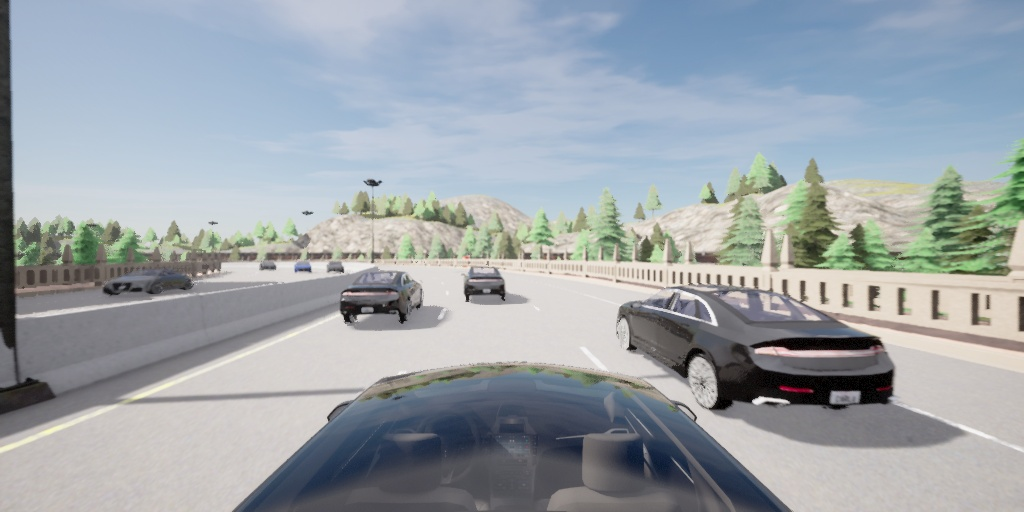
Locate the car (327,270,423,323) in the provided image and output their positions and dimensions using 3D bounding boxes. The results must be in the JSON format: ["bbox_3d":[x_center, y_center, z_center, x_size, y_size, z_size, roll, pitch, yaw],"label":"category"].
[{"bbox_3d":[-4.214,1.258,12.183,2.128,1.511,4.902,0,0,-6],"label":"car"}]

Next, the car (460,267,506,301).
[{"bbox_3d":[-1.445,1.258,17.519,2.128,1.511,4.902,0,0,-9],"label":"car"}]

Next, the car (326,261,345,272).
[{"bbox_3d":[-22.103,1.427,44.949,1.837,1.490,4.892,0,-1,-29],"label":"car"}]

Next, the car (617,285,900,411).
[{"bbox_3d":[3.312,1.237,6.101,2.128,1.511,4.902,0,0,-3],"label":"car"}]

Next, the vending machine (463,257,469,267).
[{"bbox_3d":[-8.321,1.092,64.705,1.100,2.100,0.880,0,0,-34],"label":"vending machine"}]

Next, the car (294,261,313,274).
[{"bbox_3d":[-26.560,1.429,45.679,1.882,1.535,5.008,0,-1,-31],"label":"car"}]

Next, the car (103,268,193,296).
[{"bbox_3d":[-19.938,1.389,19.861,1.994,1.385,4.181,0,0,-13],"label":"car"}]
